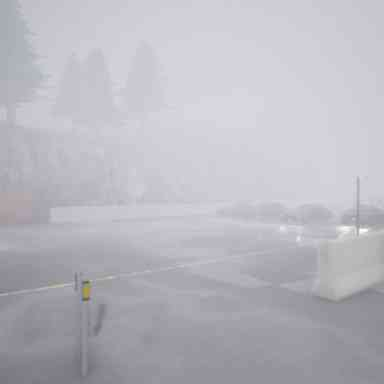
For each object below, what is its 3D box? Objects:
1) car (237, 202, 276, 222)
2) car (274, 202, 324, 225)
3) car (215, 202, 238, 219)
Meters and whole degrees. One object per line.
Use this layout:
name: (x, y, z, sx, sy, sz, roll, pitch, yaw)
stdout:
car: (6.208, 1.586, 27.473, 4.892, 1.490, 1.837, 0, 0, -43)
car: (8.714, 1.622, 24.977, 5.357, 1.411, 2.033, 0, 0, -43)
car: (4.551, 1.639, 30.667, 5.357, 1.411, 2.033, 0, 0, -43)
